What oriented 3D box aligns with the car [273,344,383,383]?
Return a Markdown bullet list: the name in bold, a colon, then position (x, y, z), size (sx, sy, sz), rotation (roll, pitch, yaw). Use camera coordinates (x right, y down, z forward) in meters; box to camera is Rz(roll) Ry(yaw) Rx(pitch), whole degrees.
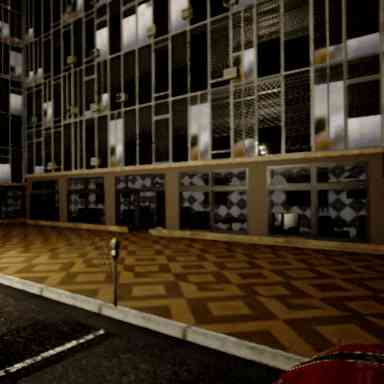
- **car**: position (2.109, 1.430, 1.371), size (4.097, 1.590, 1.967), rotation (-1, 0, 36)
